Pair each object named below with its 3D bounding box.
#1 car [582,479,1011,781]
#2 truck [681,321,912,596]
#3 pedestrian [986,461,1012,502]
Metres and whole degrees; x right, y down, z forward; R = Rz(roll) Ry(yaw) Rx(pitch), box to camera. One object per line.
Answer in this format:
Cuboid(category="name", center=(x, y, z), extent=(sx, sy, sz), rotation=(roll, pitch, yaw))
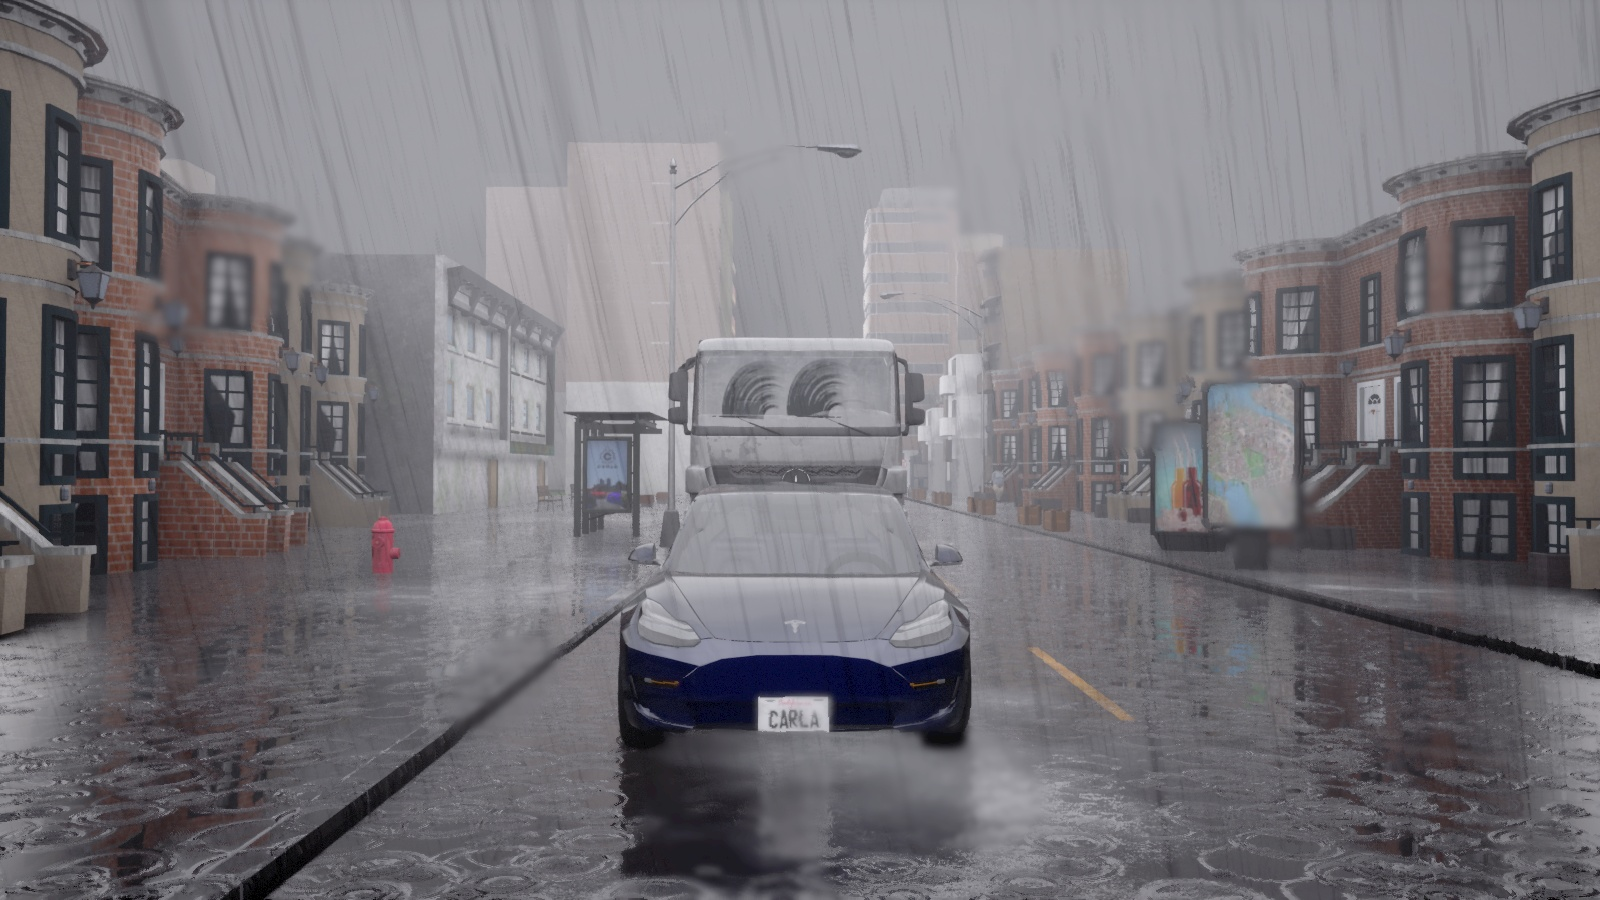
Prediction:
Cuboid(category="car", center=(-0.024, 0.961, 8.751), extent=(2.163, 1.488, 4.792), rotation=(0, -1, 0))
Cuboid(category="truck", center=(-0.057, 0.165, 19.823), extent=(2.891, 3.462, 7.936), rotation=(0, -1, 0))
Cuboid(category="pedestrian", center=(9.118, 1.451, 57.533), extent=(0.874, 1.855, 0.900), rotation=(0, -1, -13))
